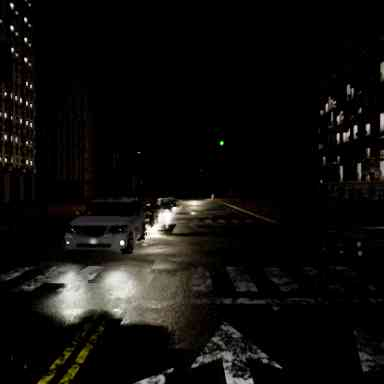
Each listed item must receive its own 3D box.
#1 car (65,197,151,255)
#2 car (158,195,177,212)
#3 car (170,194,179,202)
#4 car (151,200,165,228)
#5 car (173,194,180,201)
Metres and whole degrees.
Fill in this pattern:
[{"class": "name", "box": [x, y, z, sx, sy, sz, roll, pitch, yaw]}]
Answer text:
[{"class": "car", "box": [-3.243, 1.262, 13.684, 2.150, 2.045, 5.566, 0, 0, 0]}, {"class": "car", "box": [-3.244, 1.479, 38.484, 2.128, 1.511, 4.902, 0, 0, 0]}, {"class": "car", "box": [-3.518, 1.251, 67.468, 1.837, 1.490, 4.892, 0, 0, -2]}, {"class": "car", "box": [-3.245, 1.522, 22.126, 2.033, 1.411, 5.357, 0, 0, 0]}, {"class": "car", "box": [-3.245, 1.457, 50.038, 2.128, 1.511, 4.902, 0, 0, 0]}]
